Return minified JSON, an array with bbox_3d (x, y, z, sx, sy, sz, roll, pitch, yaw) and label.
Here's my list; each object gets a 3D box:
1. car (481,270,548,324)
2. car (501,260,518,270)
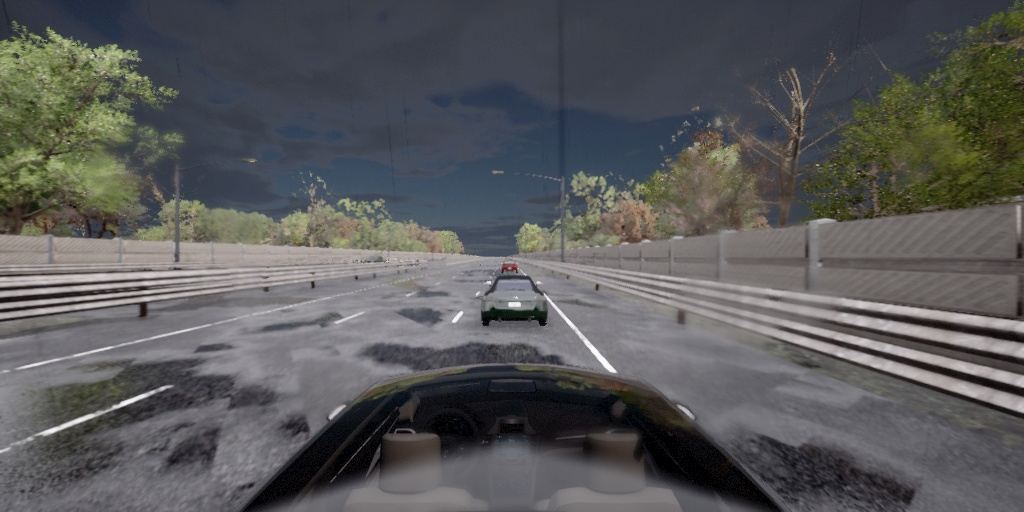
[{"bbox_3d":[0.061,1.320,11.943,1.994,1.385,4.181,0,0,0],"label":"car"},{"bbox_3d":[-0.310,1.257,43.730,1.882,1.535,5.008,0,0,-1],"label":"car"}]
